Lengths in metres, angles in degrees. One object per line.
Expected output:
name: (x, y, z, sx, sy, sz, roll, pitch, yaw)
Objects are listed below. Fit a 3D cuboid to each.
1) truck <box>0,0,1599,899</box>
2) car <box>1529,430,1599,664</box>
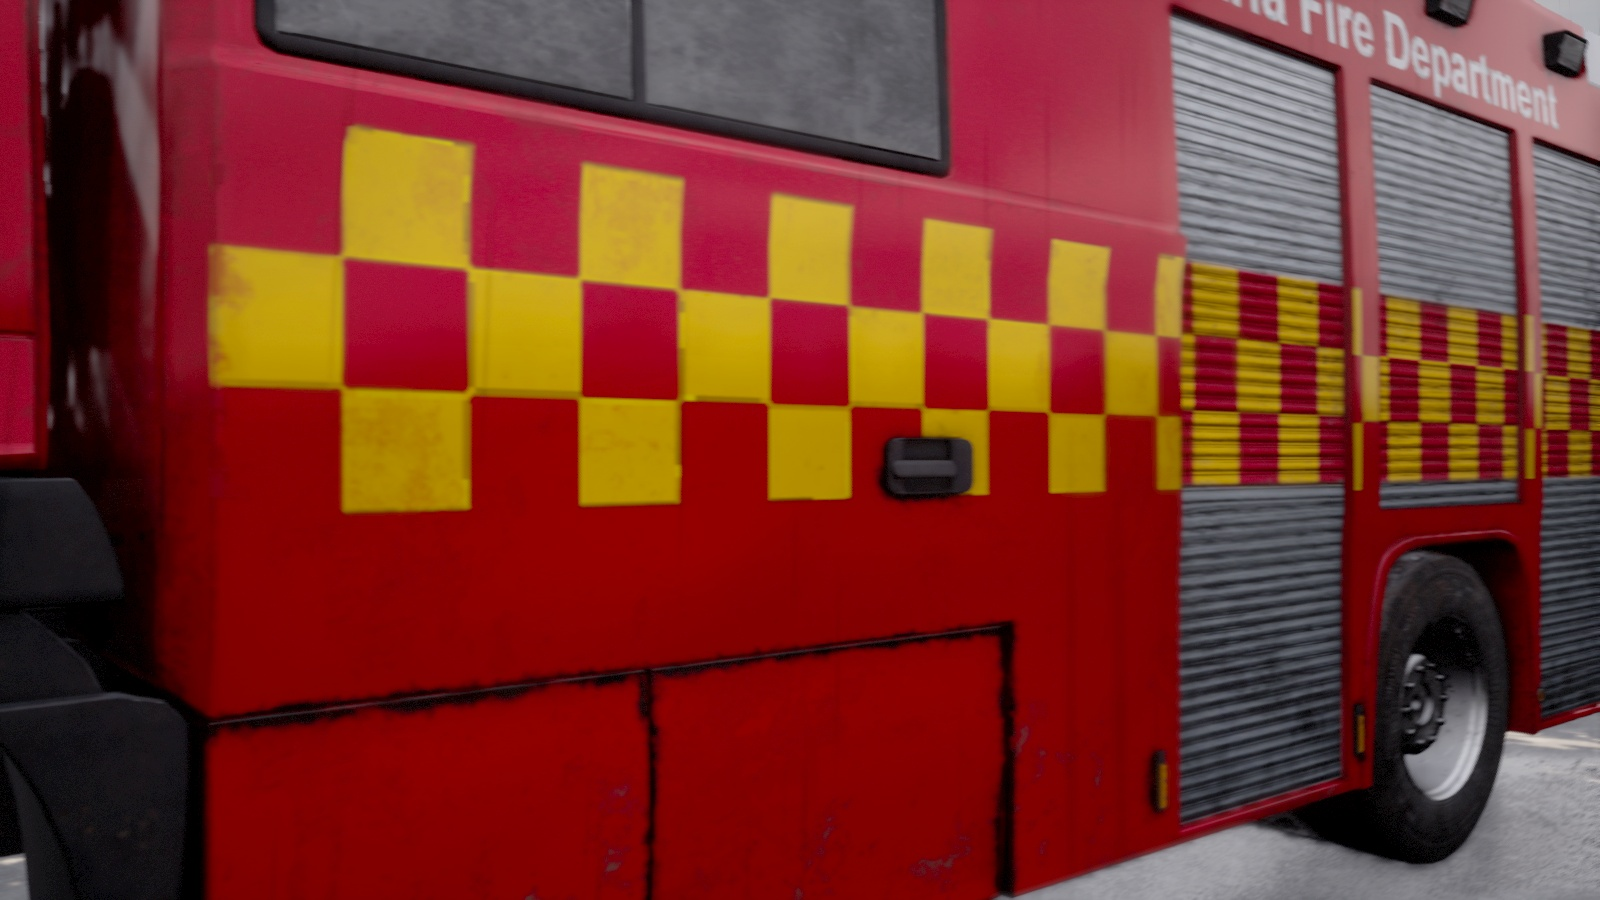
truck: (-0.624, -0.409, 3.968, 8.468, 3.827, 2.891, 0, 0, -38)
car: (7.882, 0.683, 9.943, 4.856, 1.649, 2.033, 0, 0, -39)
